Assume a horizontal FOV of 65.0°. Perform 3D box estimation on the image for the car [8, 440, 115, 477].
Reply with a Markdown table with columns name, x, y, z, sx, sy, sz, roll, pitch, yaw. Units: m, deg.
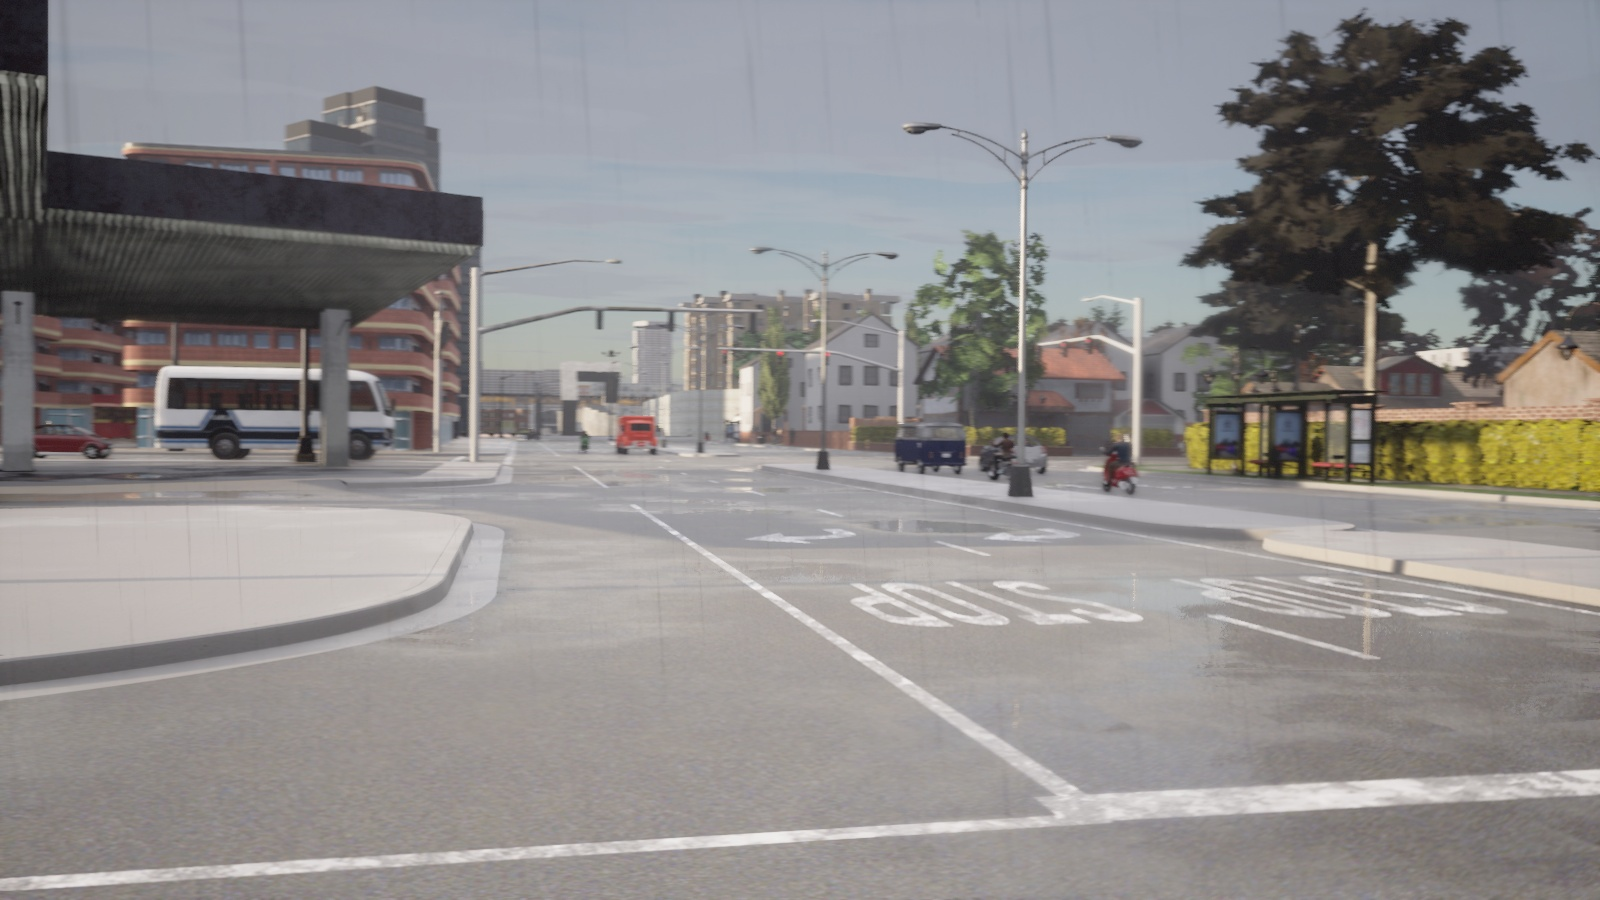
| name | x | y | z | sx | sy | sz | roll | pitch | yaw |
| --- | --- | --- | --- | --- | --- | --- | --- | --- | --- |
| car | -32.850 | 0.343 | 55.964 | 3.705 | 1.549 | 1.789 | -1 | 1 | -14 |

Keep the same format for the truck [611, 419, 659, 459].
| name | x | y | z | sx | sy | sz | roll | pitch | yaw |
| --- | --- | --- | --- | --- | --- | --- | --- | --- | --- |
| truck | -10.739 | -0.742 | 81.440 | 2.627 | 2.467 | 5.204 | -1 | 1 | -13 |

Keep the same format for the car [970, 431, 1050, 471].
| name | x | y | z | sx | sy | sz | roll | pitch | yaw |
| --- | --- | --- | --- | --- | --- | --- | --- | --- | --- |
| car | 8.272 | 0.000 | 49.758 | 1.845 | 1.501 | 3.633 | -1 | 1 | -13 |

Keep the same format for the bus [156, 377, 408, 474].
| name | x | y | z | sx | sy | sz | roll | pitch | yaw |
| --- | --- | --- | --- | --- | --- | --- | --- | --- | --- |
| bus | -23.685 | -1.148 | 58.191 | 10.273 | 4.253 | 3.944 | -1 | 1 | -14 |

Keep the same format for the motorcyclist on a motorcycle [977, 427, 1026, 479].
| name | x | y | z | sx | sy | sz | roll | pitch | yaw |
| --- | --- | --- | --- | --- | --- | --- | --- | --- | --- |
| motorcyclist on a motorcycle | 6.610 | 0.078 | 41.288 | 0.766 | 1.649 | 2.350 | -1 | 1 | -13 |

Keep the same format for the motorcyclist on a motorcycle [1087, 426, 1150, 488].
| name | x | y | z | sx | sy | sz | roll | pitch | yaw |
| --- | --- | --- | --- | --- | --- | --- | --- | --- | --- |
| motorcyclist on a motorcycle | 8.427 | 0.175 | 33.305 | 0.866 | 1.590 | 1.817 | -1 | 1 | -13 |

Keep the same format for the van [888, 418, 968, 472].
| name | x | y | z | sx | sy | sz | roll | pitch | yaw |
| --- | --- | --- | --- | --- | --- | --- | --- | --- | --- |
| van | 4.906 | -0.209 | 48.763 | 1.775 | 1.987 | 4.442 | -1 | 1 | -13 |
